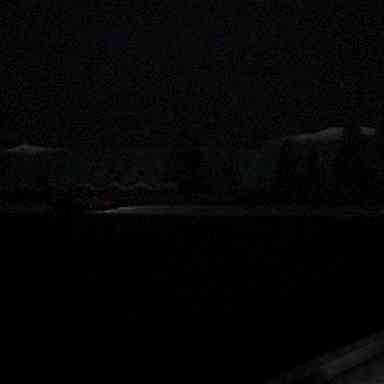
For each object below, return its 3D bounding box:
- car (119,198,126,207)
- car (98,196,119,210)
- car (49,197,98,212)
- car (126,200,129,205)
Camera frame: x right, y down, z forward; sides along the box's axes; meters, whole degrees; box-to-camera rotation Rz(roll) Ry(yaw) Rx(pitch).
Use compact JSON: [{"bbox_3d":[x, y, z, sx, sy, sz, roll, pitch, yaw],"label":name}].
[{"bbox_3d":[-11.676,1.370,43.933,4.674,1.442,1.812,0,0,11],"label":"car"},{"bbox_3d":[-11.949,1.340,40.417,5.008,1.535,1.882,0,0,11],"label":"car"},{"bbox_3d":[-13.530,1.377,37.167,4.902,1.511,2.128,0,0,11],"label":"car"},{"bbox_3d":[-11.523,1.319,47.473,4.902,1.511,2.128,0,0,11],"label":"car"}]
